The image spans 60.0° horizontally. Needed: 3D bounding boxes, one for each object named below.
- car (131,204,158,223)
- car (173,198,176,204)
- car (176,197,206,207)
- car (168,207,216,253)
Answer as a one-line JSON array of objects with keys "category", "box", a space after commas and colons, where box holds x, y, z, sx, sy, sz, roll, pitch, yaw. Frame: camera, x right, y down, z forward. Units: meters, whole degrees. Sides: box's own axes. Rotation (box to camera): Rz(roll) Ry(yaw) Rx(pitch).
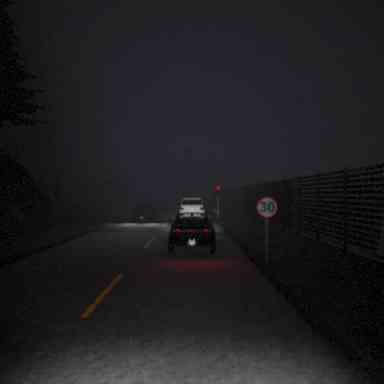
[{"category": "car", "box": [-4.008, 1.794, 28.685, 1.812, 1.442, 4.674, 0, -1, 0]}, {"category": "car", "box": [-4.009, 2.358, 88.918, 2.033, 1.411, 5.357, 0, -1, 0]}, {"category": "car", "box": [-0.001, 1.487, 29.024, 2.150, 2.045, 5.566, 0, 0, 0]}, {"category": "car", "box": [0.002, 1.626, 14.292, 2.128, 1.511, 4.902, 0, 0, 0]}]
